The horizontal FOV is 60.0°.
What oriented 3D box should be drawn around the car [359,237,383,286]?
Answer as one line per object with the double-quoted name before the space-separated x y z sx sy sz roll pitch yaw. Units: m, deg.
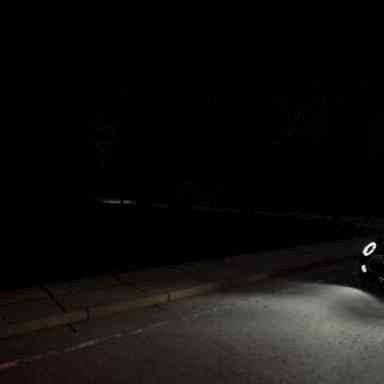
"car" 6.187 1.352 8.297 4.553 1.767 2.097 0 0 -35
